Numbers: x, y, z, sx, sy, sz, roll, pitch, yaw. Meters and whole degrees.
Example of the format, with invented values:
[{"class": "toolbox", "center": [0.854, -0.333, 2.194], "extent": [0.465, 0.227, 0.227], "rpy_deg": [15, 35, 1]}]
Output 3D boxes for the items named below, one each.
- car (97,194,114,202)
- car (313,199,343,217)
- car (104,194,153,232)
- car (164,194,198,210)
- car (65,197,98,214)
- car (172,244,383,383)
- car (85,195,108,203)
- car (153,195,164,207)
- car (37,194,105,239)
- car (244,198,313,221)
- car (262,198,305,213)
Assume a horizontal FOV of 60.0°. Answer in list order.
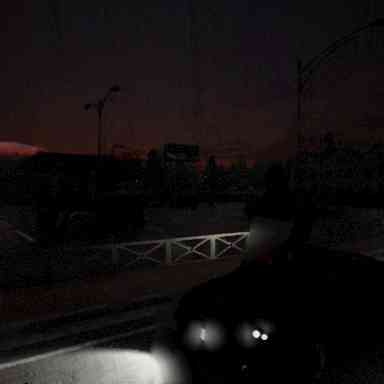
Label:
[{"class": "car", "center": [-22.136, 1.492, 85.219], "extent": [3.866, 1.878, 1.905], "rpy_deg": [0, 0, -36]}, {"class": "car", "center": [11.400, 1.386, 29.800], "extent": [1.970, 1.475, 3.806], "rpy_deg": [0, 0, -36]}, {"class": "car", "center": [-4.050, 1.130, 18.378], "extent": [1.905, 1.878, 3.866], "rpy_deg": [0, 0, -36]}, {"class": "car", "center": [-1.178, 1.234, 41.783], "extent": [1.932, 1.855, 4.605], "rpy_deg": [0, 0, -36]}, {"class": "car", "center": [-11.732, 1.370, 35.126], "extent": [2.007, 1.523, 4.514], "rpy_deg": [0, 0, -36]}, {"class": "car", "center": [1.777, 1.586, 5.247], "extent": [4.181, 1.385, 1.994], "rpy_deg": [0, 0, -35]}, {"class": "car", "center": [-22.379, 1.637, 78.090], "extent": [4.611, 1.667, 2.242], "rpy_deg": [0, 0, -36]}, {"class": "car", "center": [-6.135, 1.498, 48.662], "extent": [1.970, 1.475, 3.806], "rpy_deg": [0, 0, -36]}, {"class": "car", "center": [-6.176, 1.136, 16.354], "extent": [1.932, 1.855, 4.605], "rpy_deg": [0, 0, -36]}, {"class": "car", "center": [6.364, 1.274, 25.809], "extent": [2.152, 1.636, 5.027], "rpy_deg": [0, 0, -36]}, {"class": "car", "center": [10.286, 1.471, 37.665], "extent": [2.007, 1.523, 4.514], "rpy_deg": [0, 0, -36]}]
